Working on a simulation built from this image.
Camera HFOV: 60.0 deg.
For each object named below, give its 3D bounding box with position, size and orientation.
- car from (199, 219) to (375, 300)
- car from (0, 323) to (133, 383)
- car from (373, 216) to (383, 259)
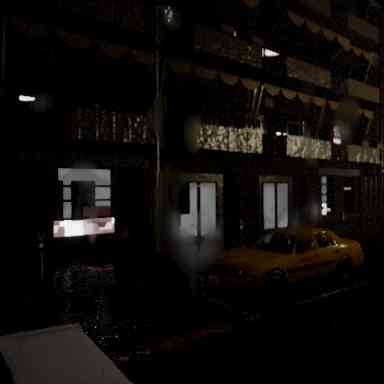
[{"bbox_3d":[2.407,1.499,8.295,4.829,1.417,1.752,0,0,-36],"label":"car"},{"bbox_3d":[-2.589,1.606,1.530,4.718,1.301,1.895,0,0,-36],"label":"car"},{"bbox_3d":[7.038,1.497,11.610,4.507,1.381,1.887,0,0,-36],"label":"car"}]
